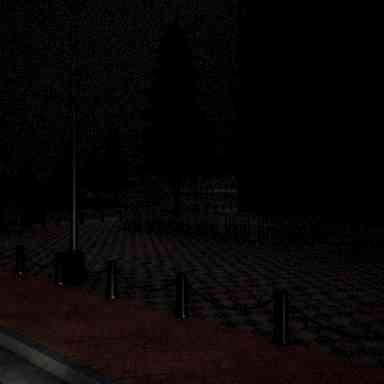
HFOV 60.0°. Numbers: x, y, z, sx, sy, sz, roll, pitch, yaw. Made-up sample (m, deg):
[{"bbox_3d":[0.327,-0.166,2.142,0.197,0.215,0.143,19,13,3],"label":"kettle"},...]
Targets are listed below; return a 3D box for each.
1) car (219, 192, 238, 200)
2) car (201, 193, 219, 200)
[{"bbox_3d":[9.553,1.374,84.733,3.633,1.501,1.845,0,0,35],"label":"car"},{"bbox_3d":[5.195,1.384,91.438,3.806,1.475,1.970,0,0,35],"label":"car"}]
